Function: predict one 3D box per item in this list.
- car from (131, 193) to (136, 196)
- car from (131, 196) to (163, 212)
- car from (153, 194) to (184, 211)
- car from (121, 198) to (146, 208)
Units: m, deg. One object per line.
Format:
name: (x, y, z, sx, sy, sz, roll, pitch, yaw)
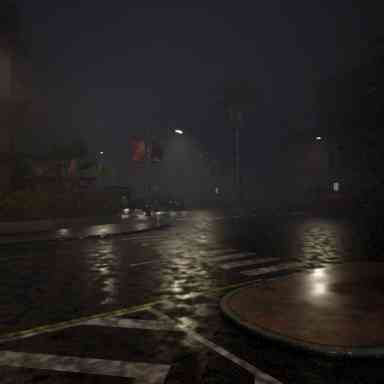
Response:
car: (-13.408, 1.220, 68.461, 2.150, 2.045, 5.566, 0, 0, -39)
car: (-5.643, 1.526, 39.199, 1.812, 1.442, 4.674, 0, 0, -35)
car: (-3.198, 1.221, 41.839, 2.150, 2.045, 5.566, 0, 0, -35)
car: (-8.789, 1.601, 49.848, 1.895, 1.301, 4.718, 0, 0, -34)
